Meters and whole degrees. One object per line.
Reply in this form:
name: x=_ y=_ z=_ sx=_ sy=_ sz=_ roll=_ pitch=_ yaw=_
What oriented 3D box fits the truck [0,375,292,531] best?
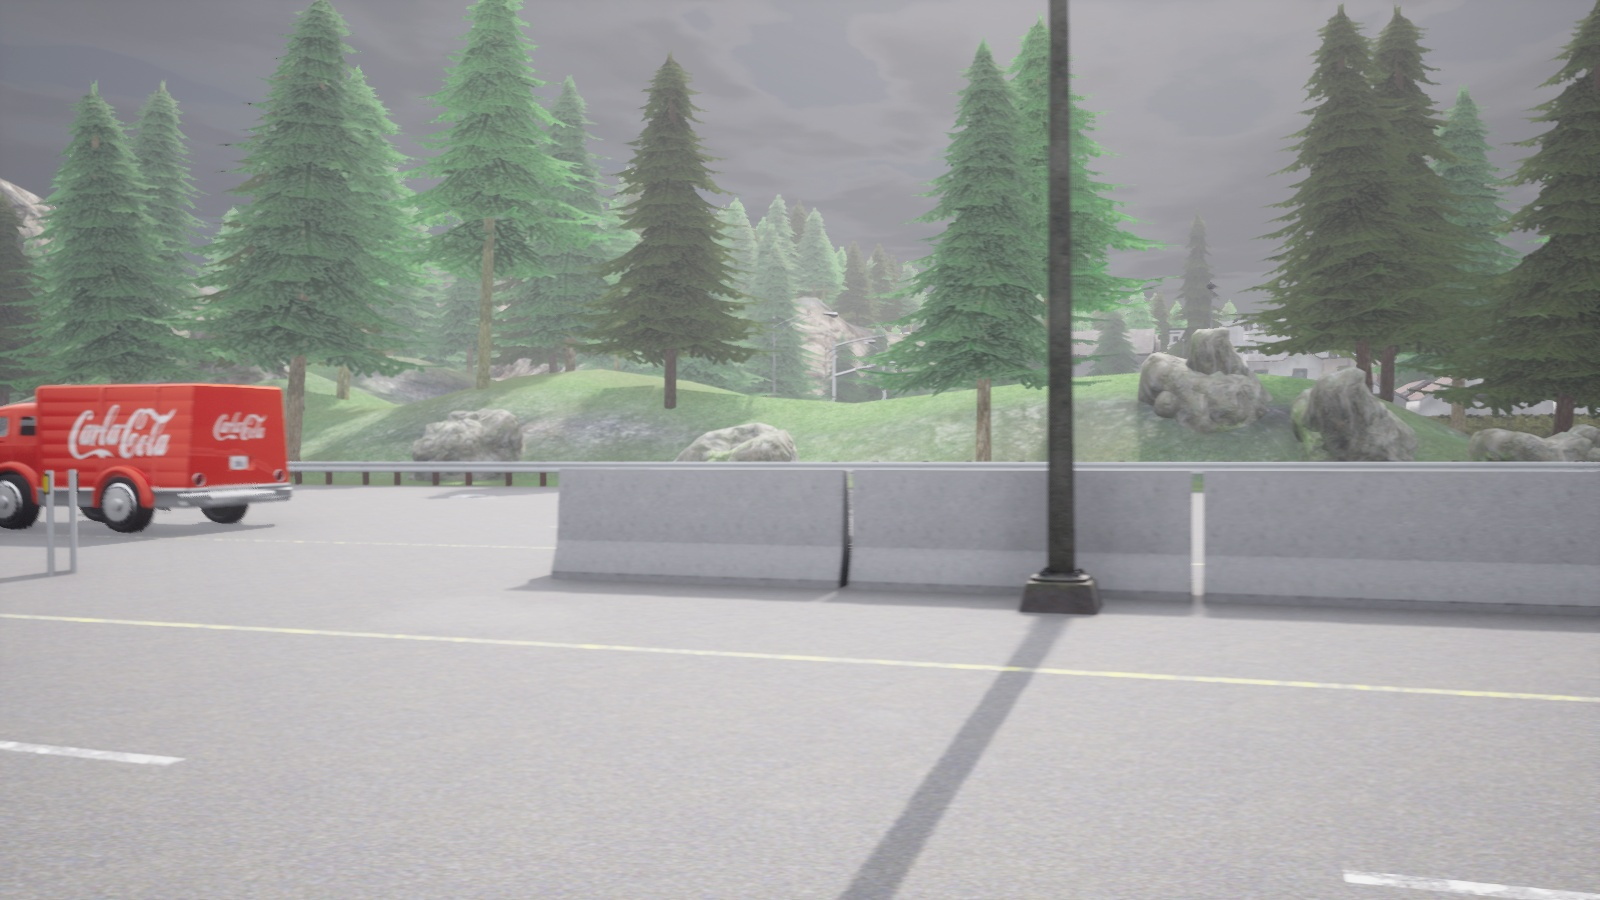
truck: x=-11.949 y=0.015 z=21.974 sx=5.204 sy=2.467 sz=2.627 roll=0 pitch=1 yaw=19
